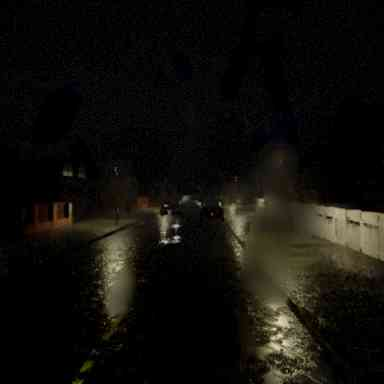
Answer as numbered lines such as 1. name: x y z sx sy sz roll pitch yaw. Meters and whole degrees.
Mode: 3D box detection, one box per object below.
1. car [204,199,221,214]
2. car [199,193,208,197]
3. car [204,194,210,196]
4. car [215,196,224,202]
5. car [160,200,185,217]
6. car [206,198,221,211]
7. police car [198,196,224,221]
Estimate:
1. car: 2.295 1.558 37.104 1.812 1.442 4.674 0 0 4
2. car: 2.690 1.307 72.483 2.150 2.045 5.566 0 0 8
3. car: 3.909 1.561 61.402 2.128 1.511 4.902 0 0 8
4. car: 6.590 1.575 79.942 1.895 1.301 4.718 0 0 9
5. car: -1.776 1.517 31.165 2.128 1.511 4.902 0 0 4
6. car: 2.789 1.566 43.058 1.812 1.442 4.674 0 0 5
7. police car: 1.634 1.447 27.280 1.930 1.638 5.238 0 0 3
